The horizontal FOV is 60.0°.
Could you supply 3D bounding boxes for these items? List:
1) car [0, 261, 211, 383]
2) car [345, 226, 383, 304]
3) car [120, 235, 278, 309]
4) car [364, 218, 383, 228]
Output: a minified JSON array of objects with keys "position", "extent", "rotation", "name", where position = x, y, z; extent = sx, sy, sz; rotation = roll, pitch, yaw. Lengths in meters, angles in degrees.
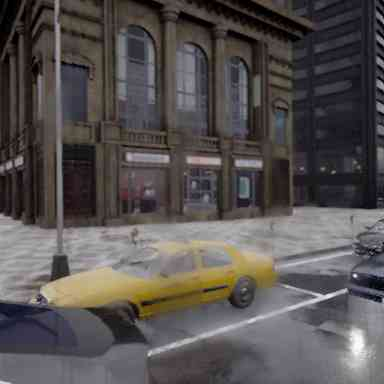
[{"position":[-2.486,1.497,1.621],"extent":[4.902,1.511,2.128],"rotation":[0,0,-35],"name":"car"},{"position":[5.662,1.575,7.471],"extent":[5.357,1.411,2.033],"rotation":[0,0,-36],"name":"car"},{"position":[-0.411,1.548,6.377],"extent":[4.829,1.417,1.752],"rotation":[0,-1,-36],"name":"car"},{"position":[7.642,1.596,12.208],"extent":[4.403,1.369,2.008],"rotation":[0,-1,-36],"name":"car"}]
